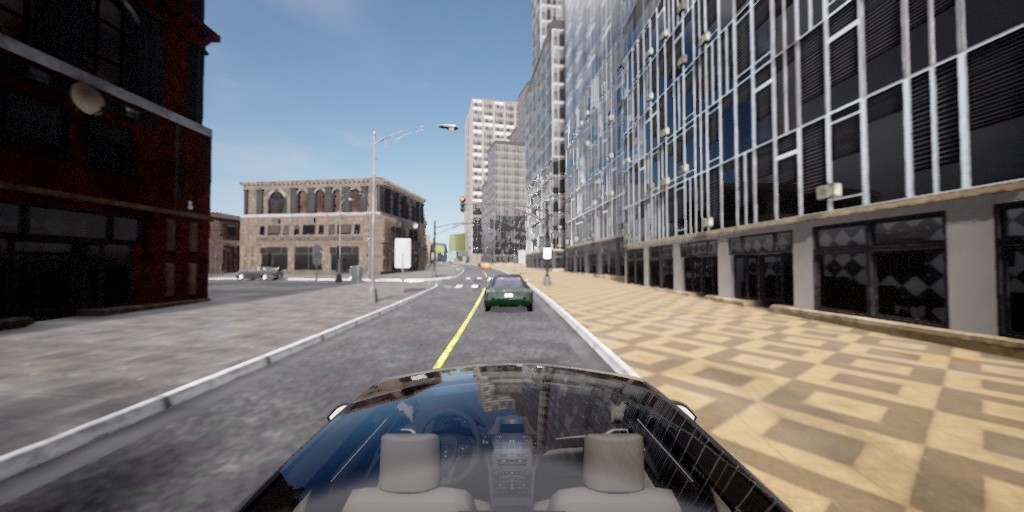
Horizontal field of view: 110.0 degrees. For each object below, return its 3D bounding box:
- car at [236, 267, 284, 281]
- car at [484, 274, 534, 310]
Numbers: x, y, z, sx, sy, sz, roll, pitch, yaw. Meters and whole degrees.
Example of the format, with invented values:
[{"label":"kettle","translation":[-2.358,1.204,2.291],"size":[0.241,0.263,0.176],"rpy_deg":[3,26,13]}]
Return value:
[{"label":"car","translation":[-25.000,1.721,35.546],"size":[4.403,1.370,2.007],"rpy_deg":[0,0,7]},{"label":"car","translation":[-0.160,1.462,15.477],"size":[1.994,1.385,4.181],"rpy_deg":[0,-1,-1]}]
